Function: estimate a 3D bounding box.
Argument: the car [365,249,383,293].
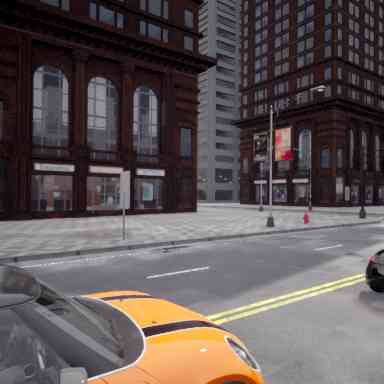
[{"bbox_3d":[5.863,1.575,7.646,4.181,1.385,1.994,0,0,-35],"label":"car"}]

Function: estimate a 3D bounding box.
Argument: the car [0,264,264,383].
[{"bbox_3d":[-1.563,1.352,2.324,4.553,1.767,2.097,0,0,-36],"label":"car"}]
